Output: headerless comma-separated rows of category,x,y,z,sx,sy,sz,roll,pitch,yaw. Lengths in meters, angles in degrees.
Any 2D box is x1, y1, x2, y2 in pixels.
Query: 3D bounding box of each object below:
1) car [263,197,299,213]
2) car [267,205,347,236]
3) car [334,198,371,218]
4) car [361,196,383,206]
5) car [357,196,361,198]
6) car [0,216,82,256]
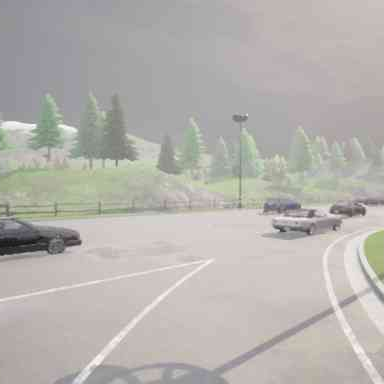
car,9.625,1.337,35.425,4.553,1.767,2.097,0,0,-42
car,6.515,1.593,18.514,4.718,1.301,1.895,0,0,-42
car,14.090,1.512,30.027,4.674,1.442,1.812,0,0,-42
car,29.343,1.480,53.141,4.892,1.490,1.837,0,0,-42
car,30.279,1.499,58.816,4.674,1.442,1.812,0,0,-42
car,-6.649,1.543,11.394,5.357,1.411,2.033,0,0,-42
